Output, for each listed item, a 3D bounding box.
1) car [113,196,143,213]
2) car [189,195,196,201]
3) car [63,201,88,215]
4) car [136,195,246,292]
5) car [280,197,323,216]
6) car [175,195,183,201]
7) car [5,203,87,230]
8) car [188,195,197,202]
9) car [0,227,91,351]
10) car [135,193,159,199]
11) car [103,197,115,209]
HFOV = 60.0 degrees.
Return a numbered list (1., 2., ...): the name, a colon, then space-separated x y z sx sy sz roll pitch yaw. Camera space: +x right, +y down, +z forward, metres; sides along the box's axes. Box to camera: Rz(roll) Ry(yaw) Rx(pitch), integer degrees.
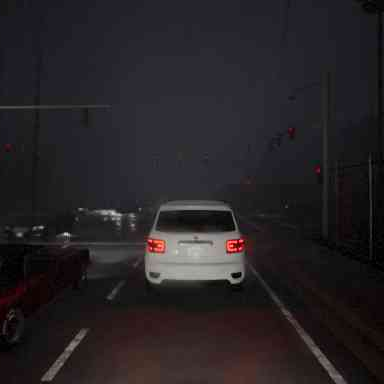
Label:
1. car: -7.043 1.550 36.890 1.812 1.442 4.674 0 0 0
2. car: 0.136 1.524 86.128 1.812 1.442 4.674 0 0 0
3. car: -10.556 1.524 29.102 2.128 1.511 4.902 0 0 0
4. car: 0.087 1.221 9.072 2.150 2.045 5.566 0 0 0
5. car: 11.002 1.407 32.657 4.553 1.767 2.097 0 0 0
6. car: -3.364 1.540 86.011 2.033 1.411 5.357 0 0 0
7. car: -7.076 1.498 16.095 2.128 1.511 4.902 0 0 0
8. car: 0.125 1.523 75.725 2.128 1.511 4.902 0 0 0
9. car: -3.433 1.601 6.147 1.895 1.301 4.718 0 0 1
10. car: -7.011 1.220 52.146 2.150 2.045 5.566 0 0 0
11. car: -10.529 1.491 44.425 2.128 1.511 4.902 0 0 0
